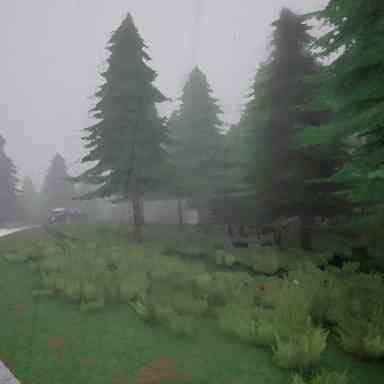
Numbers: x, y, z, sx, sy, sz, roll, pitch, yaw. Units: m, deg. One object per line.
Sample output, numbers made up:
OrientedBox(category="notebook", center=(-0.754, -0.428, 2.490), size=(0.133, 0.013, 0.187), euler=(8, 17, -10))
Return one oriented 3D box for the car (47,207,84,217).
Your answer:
OrientedBox(category="car", center=(-11.416, 2.221, 30.965), size=(1.837, 1.490, 4.892), euler=(-5, -6, 12))
